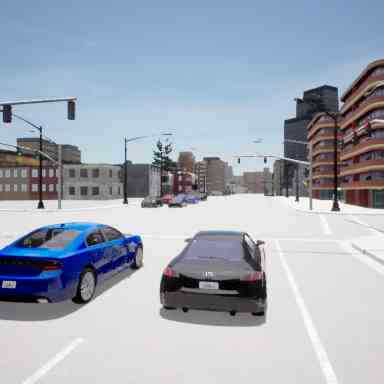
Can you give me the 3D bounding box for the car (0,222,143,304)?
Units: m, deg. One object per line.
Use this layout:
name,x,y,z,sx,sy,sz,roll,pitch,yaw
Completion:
car,-2.747,1.478,8.289,1.882,1.535,5.008,0,0,11

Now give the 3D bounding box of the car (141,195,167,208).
car,-5.555,1.230,46.515,2.097,1.767,4.553,0,1,11

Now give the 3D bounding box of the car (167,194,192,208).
car,-1.919,1.409,46.892,2.033,1.411,5.357,0,1,11

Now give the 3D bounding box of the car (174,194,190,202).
car,-1.886,1.124,65.132,2.033,1.411,5.357,0,1,11

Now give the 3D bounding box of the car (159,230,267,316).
car,0.690,1.564,7.643,1.994,1.385,4.181,0,0,12

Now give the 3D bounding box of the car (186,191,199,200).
car,0.057,0.752,74.936,2.097,1.767,4.553,0,1,11

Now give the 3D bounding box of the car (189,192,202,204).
car,-0.084,1.249,56.297,1.812,1.442,4.674,0,1,11

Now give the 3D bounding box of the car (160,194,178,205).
car,-3.793,1.226,55.481,1.882,1.535,5.008,0,1,11

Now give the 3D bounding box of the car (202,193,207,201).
car,1.875,1.052,66.120,1.837,1.490,4.892,0,1,12
